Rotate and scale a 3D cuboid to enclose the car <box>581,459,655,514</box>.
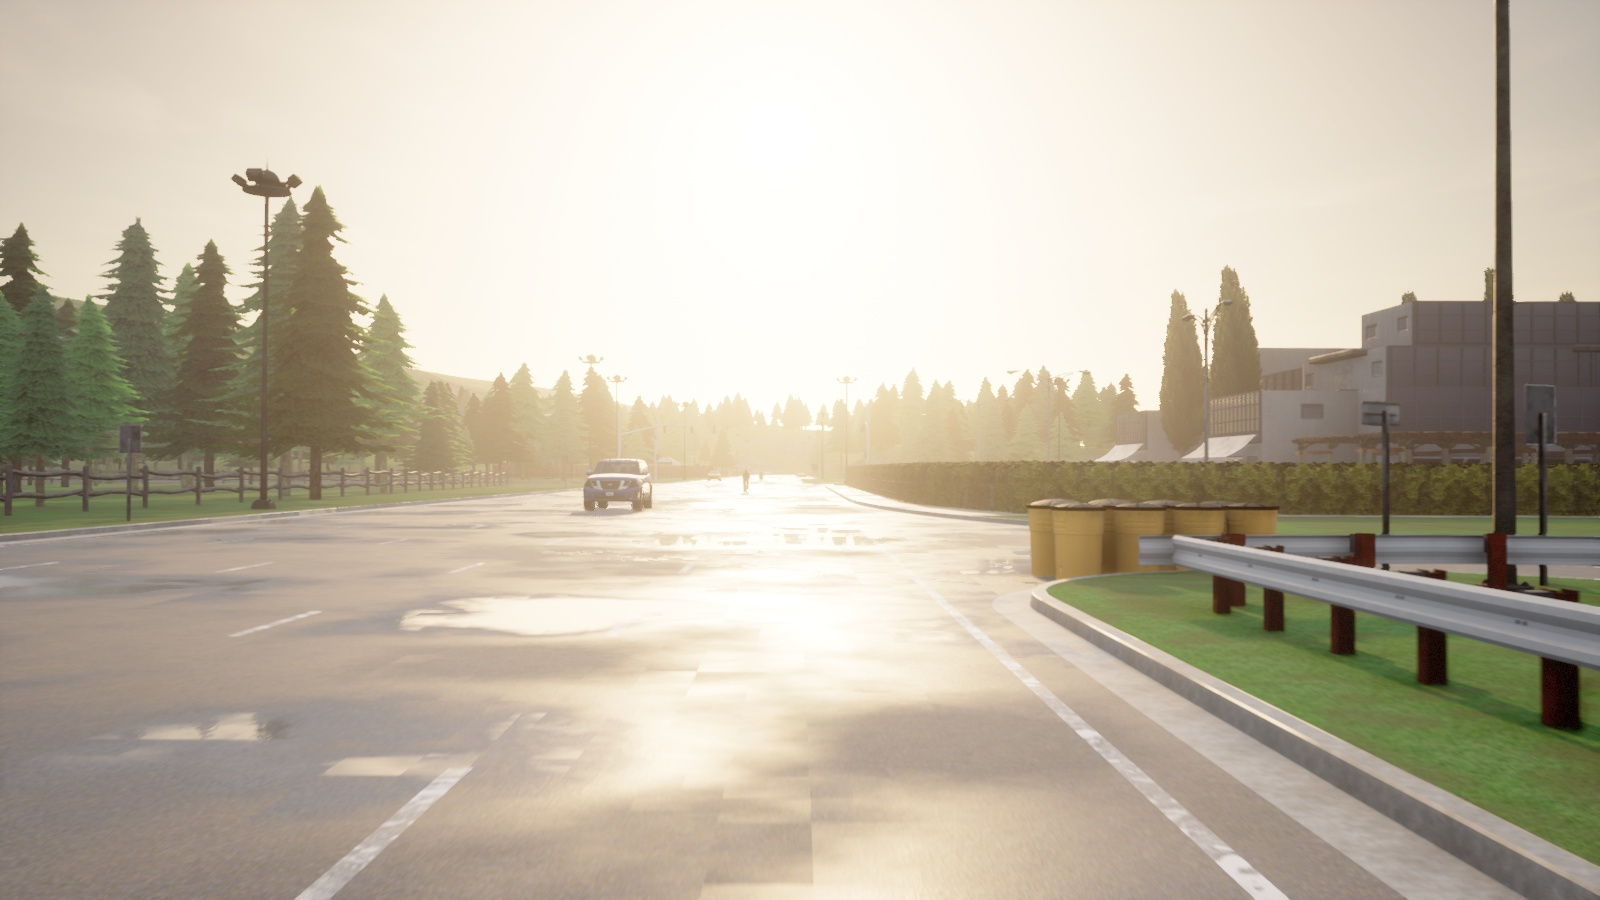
[{"bbox_3d":[-7.117,1.393,49.659,2.150,2.045,5.566,0,-1,0],"label":"car"}]
